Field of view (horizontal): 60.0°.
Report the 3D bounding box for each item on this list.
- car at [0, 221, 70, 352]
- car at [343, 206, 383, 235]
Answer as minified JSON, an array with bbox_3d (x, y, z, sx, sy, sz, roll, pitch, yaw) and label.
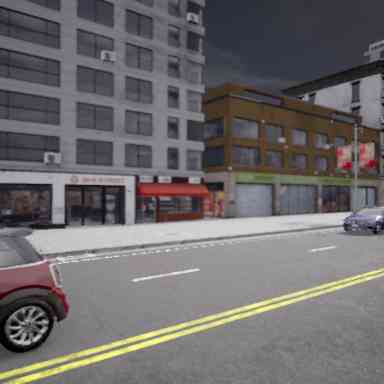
[{"bbox_3d":[-4.204,1.349,4.560,4.553,1.767,2.097,0,0,-35],"label":"car"},{"bbox_3d":[10.699,1.572,19.312,4.674,1.442,1.812,0,0,-35],"label":"car"}]
